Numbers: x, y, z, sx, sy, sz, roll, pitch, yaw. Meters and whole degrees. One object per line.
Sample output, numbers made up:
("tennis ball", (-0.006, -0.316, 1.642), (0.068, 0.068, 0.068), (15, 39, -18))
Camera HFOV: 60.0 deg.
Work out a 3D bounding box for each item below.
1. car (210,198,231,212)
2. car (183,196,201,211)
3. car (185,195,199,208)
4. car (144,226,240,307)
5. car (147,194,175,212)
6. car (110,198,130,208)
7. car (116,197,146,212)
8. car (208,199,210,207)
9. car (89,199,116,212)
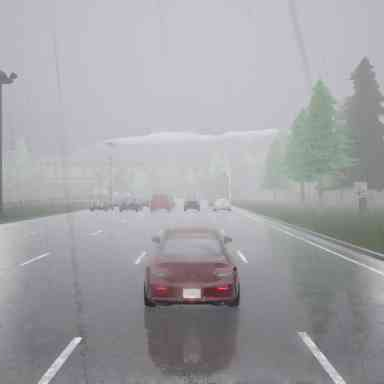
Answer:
("car", (3.497, 1.526, 39.050), (1.812, 1.442, 4.674), (0, 0, 0))
("car", (0.005, 1.505, 39.991), (1.837, 1.490, 4.892), (0, 0, 0))
("car", (-0.003, 1.352, 50.092), (2.097, 1.767, 4.553), (0, 0, 0))
("car", (-0.003, 1.526, 7.849), (1.812, 1.442, 4.674), (0, 0, 0))
("car", (-3.507, 1.221, 38.575), (2.150, 2.045, 5.566), (0, 0, 0))
("car", (-10.504, 1.564, 48.943), (1.994, 1.385, 4.181), (0, 0, 0))
("car", (-7.008, 1.352, 38.664), (2.097, 1.767, 4.553), (0, 0, 0))
("car", (3.488, 1.564, 49.344), (1.994, 1.385, 4.181), (0, 0, 1))
("car", (-10.504, 1.601, 39.030), (1.895, 1.301, 4.718), (0, 0, 0))
